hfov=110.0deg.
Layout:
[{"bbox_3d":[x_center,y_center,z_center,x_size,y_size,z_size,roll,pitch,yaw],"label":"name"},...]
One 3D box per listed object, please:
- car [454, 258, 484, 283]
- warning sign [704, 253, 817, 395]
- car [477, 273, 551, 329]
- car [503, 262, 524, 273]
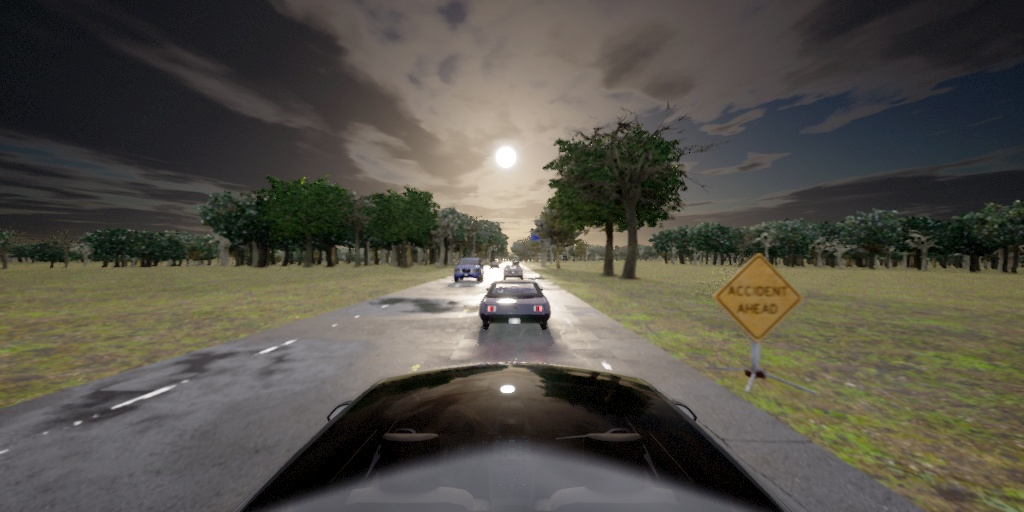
[{"bbox_3d":[-3.600,1.160,30.959,2.150,2.045,5.566,0,0,0],"label":"car"},{"bbox_3d":[3.550,0.885,5.242,1.300,1.860,1.060,0,0,0],"label":"warning sign"},{"bbox_3d":[0.084,1.407,11.508,1.895,1.301,4.718,0,0,0],"label":"car"},{"bbox_3d":[0.099,1.508,33.731,2.033,1.411,5.357,0,0,0],"label":"car"}]
